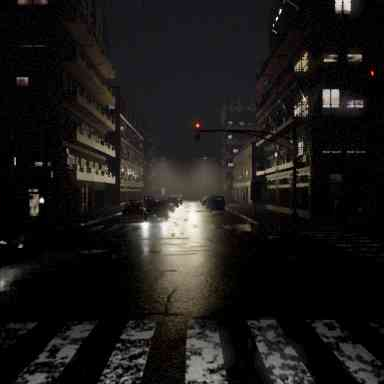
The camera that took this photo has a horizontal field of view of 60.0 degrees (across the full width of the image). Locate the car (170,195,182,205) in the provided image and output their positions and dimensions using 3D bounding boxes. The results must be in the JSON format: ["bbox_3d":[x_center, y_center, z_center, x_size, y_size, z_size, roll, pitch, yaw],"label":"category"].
[{"bbox_3d":[-2.795,1.512,46.948,1.812,1.442,4.674,0,0,0],"label":"car"}]

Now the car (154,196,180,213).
[{"bbox_3d":[-2.814,1.537,37.036,2.033,1.411,5.357,0,0,0],"label":"car"}]

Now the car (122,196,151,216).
[{"bbox_3d":[-5.414,1.432,31.920,1.967,1.590,4.097,0,0,0],"label":"car"}]

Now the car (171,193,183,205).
[{"bbox_3d":[-2.747,1.204,57.591,2.150,2.045,5.566,0,0,1],"label":"car"}]

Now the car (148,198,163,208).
[{"bbox_3d":[-5.317,1.568,48.665,1.802,1.307,4.206,0,0,0],"label":"car"}]

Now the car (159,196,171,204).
[{"bbox_3d":[-5.253,1.523,65.409,1.887,1.381,4.507,0,0,0],"label":"car"}]

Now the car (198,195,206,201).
[{"bbox_3d":[2.648,1.527,87.728,1.947,1.339,4.313,0,0,0],"label":"car"}]

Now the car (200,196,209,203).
[{"bbox_3d":[2.632,1.520,70.983,1.887,1.381,4.507,0,0,0],"label":"car"}]

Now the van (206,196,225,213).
[{"bbox_3d":[2.730,1.331,36.873,1.690,1.788,3.998,0,0,0],"label":"van"}]

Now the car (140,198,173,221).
[{"bbox_3d":[-2.812,1.519,27.390,1.812,1.442,4.674,0,0,-1],"label":"car"}]

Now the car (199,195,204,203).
[{"bbox_3d":[2.619,1.550,54.239,1.947,1.339,4.313,0,0,0],"label":"car"}]

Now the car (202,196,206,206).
[{"bbox_3d":[2.701,1.533,43.077,1.887,1.381,4.507,0,0,0],"label":"car"}]

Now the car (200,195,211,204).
[{"bbox_3d":[2.627,1.419,65.401,1.967,1.590,4.097,0,0,0],"label":"car"}]

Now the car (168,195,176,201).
[{"bbox_3d":[-5.233,1.512,87.735,2.008,1.369,4.403,0,0,0],"label":"car"}]

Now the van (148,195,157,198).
[{"bbox_3d":[-5.369,1.329,43.084,1.690,1.788,3.998,0,0,0],"label":"van"}]

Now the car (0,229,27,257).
[{"bbox_3d":[-8.238,1.626,11.478,4.674,1.442,1.812,-1,0,0],"label":"car"}]
